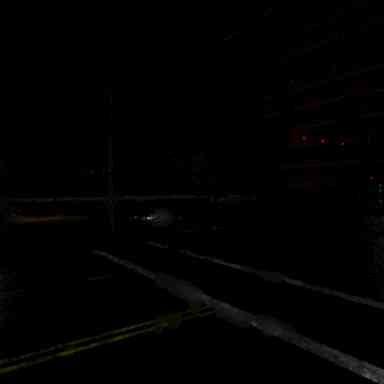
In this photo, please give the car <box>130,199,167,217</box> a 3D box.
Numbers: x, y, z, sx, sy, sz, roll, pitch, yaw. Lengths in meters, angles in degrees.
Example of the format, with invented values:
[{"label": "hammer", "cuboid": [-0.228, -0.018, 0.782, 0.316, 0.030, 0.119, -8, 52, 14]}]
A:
[{"label": "car", "cuboid": [-3.963, 1.373, 30.074, 1.994, 1.385, 4.181, -1, 0, -35]}]
